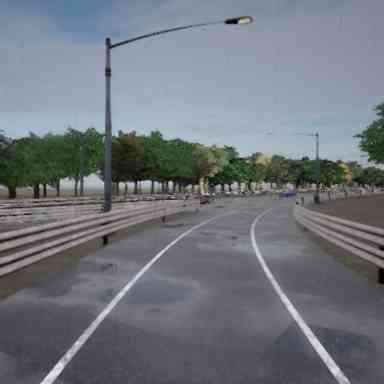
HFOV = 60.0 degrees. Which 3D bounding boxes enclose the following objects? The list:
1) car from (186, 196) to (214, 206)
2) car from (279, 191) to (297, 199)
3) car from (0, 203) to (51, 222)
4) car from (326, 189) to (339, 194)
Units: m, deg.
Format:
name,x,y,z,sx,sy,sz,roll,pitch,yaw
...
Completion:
name,x,y,z,sx,sy,sz,roll,pitch,yaw
car,0.788,1.207,45.759,2.033,1.411,5.357,1,2,41
car,19.300,0.472,66.757,1.882,1.535,5.008,1,2,41
car,-14.512,1.690,28.397,1.812,1.442,4.674,1,1,41
car,36.601,-0.030,86.362,1.895,1.301,4.718,1,2,42
